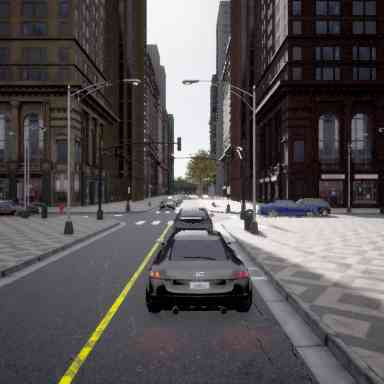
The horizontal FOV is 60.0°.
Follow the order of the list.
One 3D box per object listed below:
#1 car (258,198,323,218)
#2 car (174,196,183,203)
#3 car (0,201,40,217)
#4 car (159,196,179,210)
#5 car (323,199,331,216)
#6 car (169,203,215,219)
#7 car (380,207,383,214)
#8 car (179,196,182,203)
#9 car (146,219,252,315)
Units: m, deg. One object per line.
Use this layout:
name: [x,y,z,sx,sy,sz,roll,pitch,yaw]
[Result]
car: [8.291,1.501,28.846,5.008,1.535,1.882,0,0,0]
car: [-3.024,1.551,73.457,1.812,1.442,4.674,0,0,0]
car: [-16.156,1.493,28.847,5.357,1.411,2.033,0,0,0]
car: [-3.105,1.548,43.049,2.033,1.411,5.357,0,0,0]
car: [10.852,1.389,32.082,4.553,1.767,2.097,0,0,1]
car: [0.055,1.505,16.593,1.837,1.490,4.892,0,0,0]
car: [20.508,1.631,32.048,4.181,1.385,1.994,0,0,0]
car: [-3.108,1.495,52.810,2.128,1.511,4.902,0,0,0]
car: [0.105,1.564,7.686,1.994,1.385,4.181,0,0,-1]
